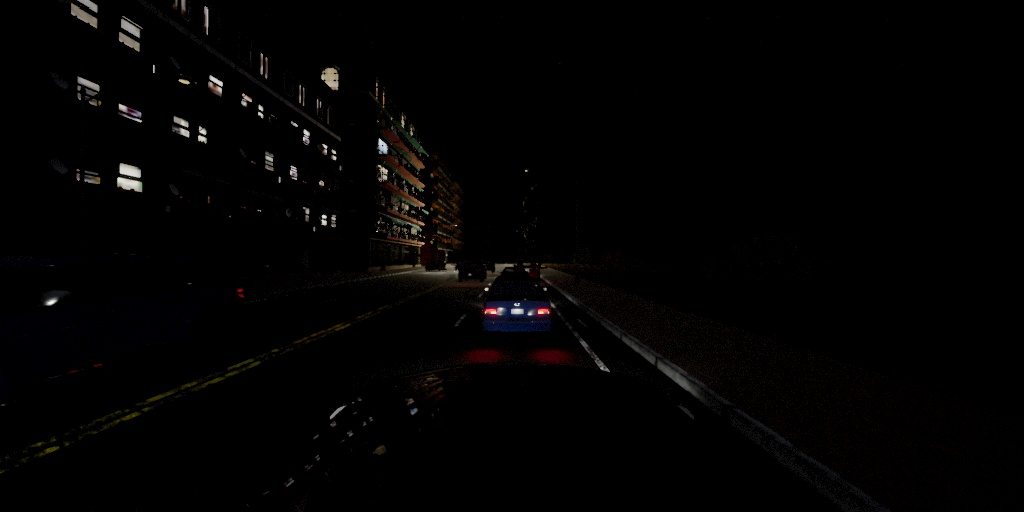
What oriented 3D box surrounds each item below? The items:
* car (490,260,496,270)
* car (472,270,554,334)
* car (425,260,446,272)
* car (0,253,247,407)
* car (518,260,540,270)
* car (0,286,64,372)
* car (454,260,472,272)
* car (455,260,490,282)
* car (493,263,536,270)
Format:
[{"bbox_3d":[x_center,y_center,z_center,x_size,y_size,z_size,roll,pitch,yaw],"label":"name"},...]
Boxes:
[{"bbox_3d":[-3.073,1.245,44.807,2.128,1.511,4.902,0,0,0],"label":"car"},{"bbox_3d":[0.117,1.299,10.597,2.033,1.411,5.357,0,0,0],"label":"car"},{"bbox_3d":[-9.770,1.231,45.999,1.882,1.535,5.008,0,0,0],"label":"car"},{"bbox_3d":[-6.596,0.972,5.132,2.150,2.045,5.566,0,0,0],"label":"car"},{"bbox_3d":[1.187,1.105,29.865,2.097,1.767,4.553,0,0,0],"label":"car"},{"bbox_3d":[-9.848,1.298,4.386,2.033,1.411,5.357,0,0,0],"label":"car"},{"bbox_3d":[-6.515,1.279,48.397,1.812,1.442,4.674,0,0,0],"label":"car"},{"bbox_3d":[-3.101,1.232,28.848,1.882,1.535,5.008,0,0,0],"label":"car"},{"bbox_3d":[0.128,1.317,20.930,1.994,1.385,4.181,0,0,1],"label":"car"}]
